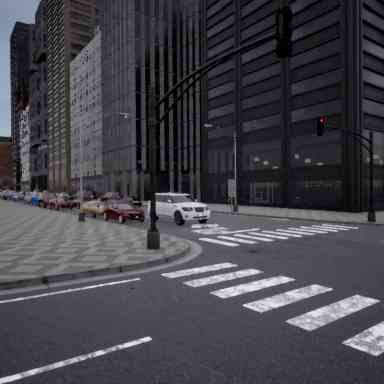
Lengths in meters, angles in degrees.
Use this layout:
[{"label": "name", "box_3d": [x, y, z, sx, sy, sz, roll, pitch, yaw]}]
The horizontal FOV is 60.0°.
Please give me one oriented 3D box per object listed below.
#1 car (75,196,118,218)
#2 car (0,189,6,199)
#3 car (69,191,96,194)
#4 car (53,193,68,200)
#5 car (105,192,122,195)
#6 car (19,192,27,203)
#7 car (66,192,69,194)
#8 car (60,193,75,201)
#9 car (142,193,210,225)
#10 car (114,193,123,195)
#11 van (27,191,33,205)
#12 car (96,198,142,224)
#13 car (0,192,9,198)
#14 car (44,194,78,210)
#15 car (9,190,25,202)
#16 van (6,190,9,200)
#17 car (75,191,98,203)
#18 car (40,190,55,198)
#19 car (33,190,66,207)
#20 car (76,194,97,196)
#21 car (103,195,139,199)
[{"label": "car", "box_3d": [-8.191, 1.352, 28.432, 1.752, 1.417, 4.829, 0, 1, -36]}, {"label": "car", "box_3d": [-38.012, 0.661, 69.546, 2.192, 1.841, 5.009, 0, 1, -36]}, {"label": "car", "box_3d": [-15.724, 0.797, 48.847, 2.150, 2.045, 5.566, -1, 1, -38]}, {"label": "car", "box_3d": [-27.807, 0.852, 69.997, 1.887, 1.381, 4.507, 0, 1, -36]}, {"label": "car", "box_3d": [-11.294, 0.897, 47.231, 2.192, 1.841, 5.009, 0, 1, -36]}, {"label": "car", "box_3d": [-24.803, 1.124, 51.336, 2.008, 1.369, 4.403, 0, 1, -36]}, {"label": "car", "box_3d": [-21.905, 0.828, 57.301, 2.097, 1.767, 4.553, -1, 1, -36]}, {"label": "car", "box_3d": [-24.504, 0.946, 65.445, 1.802, 1.307, 4.206, 0, 1, -36]}, {"label": "car", "box_3d": [-1.078, 1.085, 23.303, 2.150, 2.045, 5.566, -1, 1, -36]}, {"label": "car", "box_3d": [-7.993, 1.198, 42.680, 1.947, 1.339, 4.313, 0, 1, -36]}, {"label": "van", "box_3d": [-21.500, 0.968, 46.781, 1.690, 1.788, 3.998, 0, 1, -36]}, {"label": "car", "box_3d": [-4.987, 1.415, 24.017, 1.887, 1.381, 4.507, 0, 1, -36]}, {"label": "car", "box_3d": [-44.617, 0.775, 78.653, 1.887, 1.381, 4.507, 0, 1, -36]}, {"label": "car", "box_3d": [-14.895, 1.274, 37.676, 1.887, 1.381, 4.507, 0, 1, -36]}, {"label": "car", "box_3d": [-31.407, 0.901, 60.441, 1.967, 1.590, 4.097, 0, 1, -36]}, {"label": "van", "box_3d": [-34.709, 0.745, 64.993, 1.690, 1.788, 3.998, 0, 1, -36]}, {"label": "car", "box_3d": [-17.899, 0.791, 56.337, 2.192, 1.841, 5.009, 0, 1, -36]}, {"label": "car", "box_3d": [-34.410, 0.507, 79.100, 2.192, 1.841, 5.009, 0, 1, -36]}, {"label": "car", "box_3d": [-18.197, 0.994, 42.228, 2.192, 1.841, 5.009, 0, 1, -36]}, {"label": "car", "box_3d": [-12.979, 1.257, 39.748, 1.994, 1.385, 4.181, -1, 1, -35]}, {"label": "car", "box_3d": [-7.089, 1.327, 31.601, 2.033, 1.411, 5.357, -1, 1, -35]}]
